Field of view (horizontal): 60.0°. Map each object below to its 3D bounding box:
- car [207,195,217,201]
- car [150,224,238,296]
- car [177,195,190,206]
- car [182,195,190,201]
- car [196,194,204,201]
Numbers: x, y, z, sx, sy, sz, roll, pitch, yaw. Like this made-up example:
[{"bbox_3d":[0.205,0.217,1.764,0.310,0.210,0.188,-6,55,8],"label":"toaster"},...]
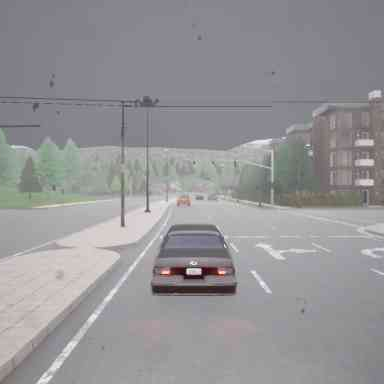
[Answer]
[{"bbox_3d":[5.483,1.539,85.414,2.033,1.411,5.357,0,0,0],"label":"car"},{"bbox_3d":[0.043,1.547,8.798,2.033,1.411,5.357,0,0,0],"label":"car"},{"bbox_3d":[-1.354,1.352,54.543,2.097,1.767,4.553,0,0,-1],"label":"car"},{"bbox_3d":[-1.517,1.523,85.368,1.812,1.442,4.674,0,0,0],"label":"car"},{"bbox_3d":[1.983,1.477,85.406,1.882,1.535,5.008,0,0,0],"label":"car"}]
